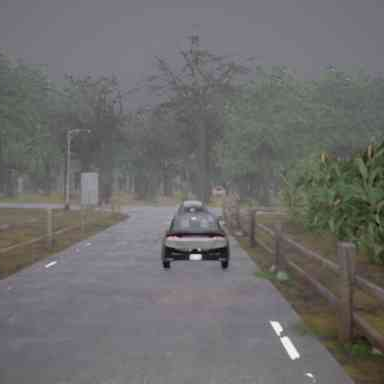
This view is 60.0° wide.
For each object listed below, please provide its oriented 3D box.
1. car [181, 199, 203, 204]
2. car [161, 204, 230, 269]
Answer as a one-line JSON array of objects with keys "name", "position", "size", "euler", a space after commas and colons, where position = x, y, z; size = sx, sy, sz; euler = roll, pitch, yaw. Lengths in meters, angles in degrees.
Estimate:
[{"name": "car", "position": [-0.021, 1.233, 21.748], "size": [1.837, 1.490, 4.892], "euler": [0, 1, -2]}, {"name": "car", "position": [0.094, 1.357, 10.596], "size": [2.128, 1.511, 4.902], "euler": [0, 1, 0]}]
